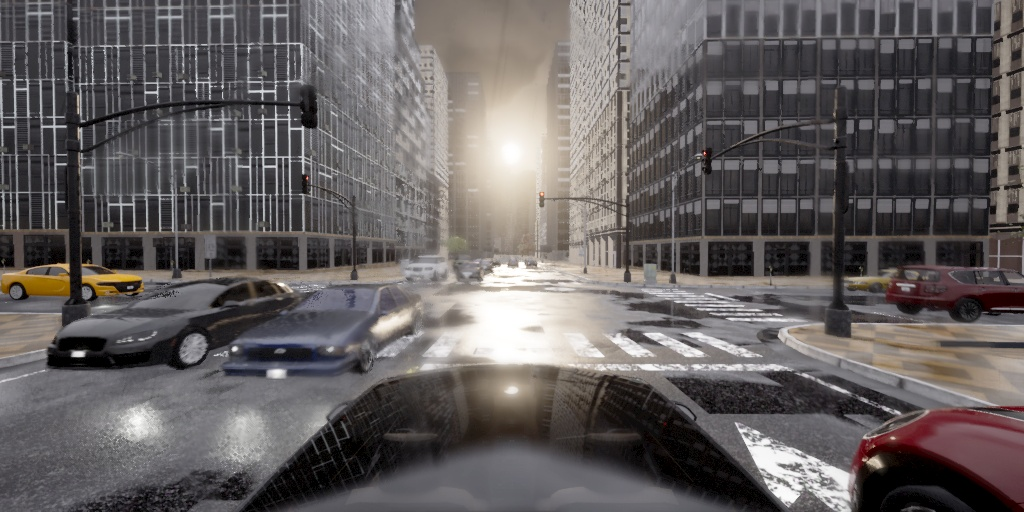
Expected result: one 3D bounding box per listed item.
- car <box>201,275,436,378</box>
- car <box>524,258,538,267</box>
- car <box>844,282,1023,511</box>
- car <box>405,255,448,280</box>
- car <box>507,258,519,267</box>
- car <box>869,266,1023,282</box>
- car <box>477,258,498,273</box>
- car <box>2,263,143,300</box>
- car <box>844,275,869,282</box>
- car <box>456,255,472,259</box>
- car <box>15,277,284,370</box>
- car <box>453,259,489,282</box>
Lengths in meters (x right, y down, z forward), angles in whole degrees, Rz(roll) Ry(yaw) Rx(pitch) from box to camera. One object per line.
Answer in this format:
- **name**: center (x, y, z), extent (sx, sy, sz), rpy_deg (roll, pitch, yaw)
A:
- **car**: center (-3.320, 1.309, 7.746), extent (2.033, 1.411, 5.357), rpy_deg (0, -1, 0)
- **car**: center (3.453, 1.304, 63.411), extent (1.895, 1.301, 4.718), rpy_deg (0, 0, 0)
- **car**: center (3.254, 1.103, 0.441), extent (2.097, 1.767, 4.553), rpy_deg (0, 0, 0)
- **car**: center (-6.736, 0.957, 28.948), extent (2.150, 2.045, 5.566), rpy_deg (0, 0, 4)
- **car**: center (0.203, 1.267, 63.393), extent (1.994, 1.385, 4.181), rpy_deg (0, 0, 0)
- **car**: center (16.225, 1.282, 12.555), extent (5.009, 1.841, 2.192), rpy_deg (0, 0, 1)
- **car**: center (-3.215, 1.215, 43.159), extent (2.128, 1.511, 4.902), rpy_deg (0, 0, 0)
- **car**: center (-19.229, 1.086, 15.833), extent (5.008, 1.535, 1.882), rpy_deg (1, 1, 3)
- **car**: center (21.863, 1.409, 20.821), extent (4.829, 1.417, 1.751), rpy_deg (0, 0, 1)
- **car**: center (-6.442, 0.941, 47.572), extent (2.150, 2.045, 5.566), rpy_deg (0, 0, 0)
- **car**: center (-6.577, 1.265, 7.876), extent (1.837, 1.490, 4.892), rpy_deg (0, -1, 0)
- **car**: center (-3.266, 1.226, 28.612), extent (2.128, 1.511, 4.902), rpy_deg (0, 0, 0)
